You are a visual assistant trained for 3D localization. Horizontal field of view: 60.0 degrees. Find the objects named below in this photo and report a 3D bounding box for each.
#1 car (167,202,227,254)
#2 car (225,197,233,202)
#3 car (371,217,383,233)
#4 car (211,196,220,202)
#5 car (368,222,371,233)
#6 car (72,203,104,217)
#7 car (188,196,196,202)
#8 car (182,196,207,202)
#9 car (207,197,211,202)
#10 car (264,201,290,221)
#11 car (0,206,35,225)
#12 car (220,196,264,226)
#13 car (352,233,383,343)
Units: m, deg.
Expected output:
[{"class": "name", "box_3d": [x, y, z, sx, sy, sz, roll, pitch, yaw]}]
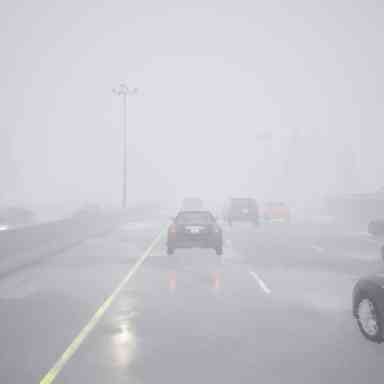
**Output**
[{"class": "car", "box_3d": [0.106, 1.461, 14.249, 2.097, 1.767, 4.553, 0, -1, 0]}, {"class": "car", "box_3d": [10.542, 2.101, 94.657, 1.812, 1.442, 4.674, 0, 0, 0]}, {"class": "car", "box_3d": [7.105, 1.598, 9.003, 1.812, 1.442, 4.674, 0, 0, 0]}, {"class": "car", "box_3d": [7.043, 2.128, 94.659, 1.994, 1.385, 4.181, 0, 0, 0]}, {"class": "car", "box_3d": [10.606, 1.695, 16.481, 1.994, 1.385, 4.181, 0, 0, 0]}, {"class": "car", "box_3d": [-10.487, 1.803, 33.922, 2.033, 1.411, 5.357, 0, 0, 0]}, {"class": "car", "box_3d": [0.042, 1.917, 94.417, 2.097, 1.767, 4.553, 0, 0, 0]}, {"class": "car", "box_3d": [0.115, 1.489, 34.700, 2.150, 2.045, 5.566, 0, 0, 0]}, {"class": "car", "box_3d": [3.542, 2.093, 94.244, 2.033, 1.411, 5.357, 0, 0, 0]}, {"class": "car", "box_3d": [7.113, 1.580, 29.521, 2.097, 1.767, 4.553, 0, -1, 0]}, {"class": "car", "box_3d": [-14.058, 1.758, 25.956, 1.994, 1.385, 4.181, 0, 0, 0]}, {"class": "car", "box_3d": [3.611, 1.418, 25.193, 2.150, 2.045, 5.566, 0, 0, 0]}, {"class": "car", "box_3d": [3.607, 1.536, 3.656, 1.837, 1.490, 4.892, 0, 0, 0]}]
